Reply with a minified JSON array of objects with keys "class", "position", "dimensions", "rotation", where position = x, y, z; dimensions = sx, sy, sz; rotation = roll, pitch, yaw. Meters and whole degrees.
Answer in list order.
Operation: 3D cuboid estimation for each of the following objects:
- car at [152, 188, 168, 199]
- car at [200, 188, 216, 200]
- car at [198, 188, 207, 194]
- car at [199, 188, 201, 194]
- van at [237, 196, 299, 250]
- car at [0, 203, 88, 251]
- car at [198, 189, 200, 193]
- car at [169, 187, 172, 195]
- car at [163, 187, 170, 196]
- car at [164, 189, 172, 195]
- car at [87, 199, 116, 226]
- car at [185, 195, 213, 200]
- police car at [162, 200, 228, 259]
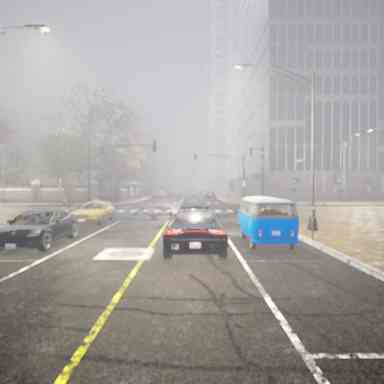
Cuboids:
[{"class":"car","position":[-5.705,0.410,56.556],"dimensions":[1.887,1.381,4.507],"rotation":[0,1,0]},{"class":"car","position":[2.678,0.420,50.880],"dimensions":[1.967,1.590,4.097],"rotation":[0,1,0]},{"class":"car","position":[2.668,-0.274,84.959],"dimensions":[1.967,1.590,4.097],"rotation":[0,1,0]},{"class":"car","position":[2.676,0.431,56.562],"dimensions":[1.947,1.339,4.313],"rotation":[0,1,0]},{"class":"van","position":[2.771,1.086,12.760],"dimensions":[1.690,1.788,3.998],"rotation":[0,1,0]},{"class":"car","position":[-5.773,1.311,12.760],"dimensions":[1.947,1.339,4.313],"rotation":[0,1,0]},{"class":"car","position":[2.669,-0.029,79.281],"dimensions":[1.947,1.339,4.313],"rotation":[0,1,0]},{"class":"car","position":[-5.709,-0.163,73.597],"dimensions":[2.192,1.841,5.009],"rotation":[0,1,0]},{"class":"car","position":[-5.707,0.302,62.238],"dimensions":[2.008,1.369,4.403],"rotation":[0,1,0]},{"class":"car","position":[-5.712,-0.014,79.283],"dimensions":[1.802,1.307,4.206],"rotation":[0,1,0]},{"class":"car","position":[-5.823,1.125,19.992],"dimensions":[1.752,1.417,4.829],"rotation":[0,1,0]},{"class":"car","position":[0.094,1.125,21.906],"dimensions":[1.994,1.385,4.181],"rotation":[0,1,0]},{"class":"police car","position":[0.095,1.268,11.648],"dimensions":[2.038,1.542,4.974],"rotation":[0,1,0]}]
